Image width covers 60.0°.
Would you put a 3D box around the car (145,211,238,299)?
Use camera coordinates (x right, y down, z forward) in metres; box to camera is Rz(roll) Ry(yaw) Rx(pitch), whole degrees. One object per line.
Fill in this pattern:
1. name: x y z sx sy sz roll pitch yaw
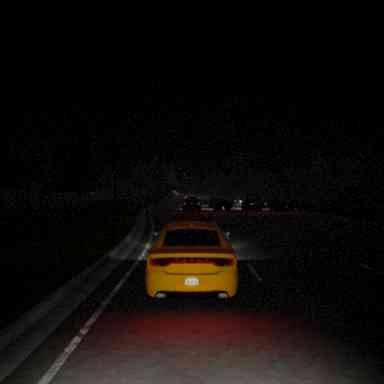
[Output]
1. car: -0.005 1.482 8.532 1.882 1.535 5.008 0 0 0

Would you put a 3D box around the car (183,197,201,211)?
1. car: -0.021 1.370 39.527 2.097 1.767 4.553 0 0 0

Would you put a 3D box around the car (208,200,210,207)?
1. car: 3.474 1.527 49.562 1.837 1.490 4.892 0 0 0

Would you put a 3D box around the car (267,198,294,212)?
1. car: 10.480 1.495 39.146 1.882 1.535 5.008 0 0 0

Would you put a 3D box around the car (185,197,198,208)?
1. car: -0.026 1.527 49.560 1.837 1.490 4.892 0 0 0

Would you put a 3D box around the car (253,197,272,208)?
1. car: 10.474 1.548 49.565 1.812 1.442 4.674 0 0 0

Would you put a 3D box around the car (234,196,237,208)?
1. car: 6.974 1.374 49.534 2.097 1.767 4.553 0 0 0

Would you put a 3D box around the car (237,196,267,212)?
1. car: 6.980 1.509 39.144 2.128 1.511 4.902 0 0 0

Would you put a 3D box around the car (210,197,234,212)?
1. car: 3.480 1.522 39.142 1.837 1.490 4.892 0 0 0
